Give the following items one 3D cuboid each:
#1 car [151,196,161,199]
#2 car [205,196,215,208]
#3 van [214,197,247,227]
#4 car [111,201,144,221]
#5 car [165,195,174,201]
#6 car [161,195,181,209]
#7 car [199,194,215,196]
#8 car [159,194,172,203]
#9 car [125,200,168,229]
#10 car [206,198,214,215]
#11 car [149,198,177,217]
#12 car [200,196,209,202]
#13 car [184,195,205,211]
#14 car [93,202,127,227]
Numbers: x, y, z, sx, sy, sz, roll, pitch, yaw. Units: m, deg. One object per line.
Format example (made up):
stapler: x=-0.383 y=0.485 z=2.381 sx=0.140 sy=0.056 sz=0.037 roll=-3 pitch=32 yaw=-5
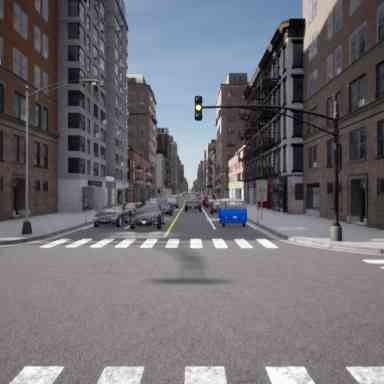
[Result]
car: x=-5.336 y=1.519 z=45.047 sx=1.752 sy=1.417 sz=4.829 roll=0 pitch=0 yaw=0
car: x=2.689 y=1.576 z=45.214 sx=1.802 sy=1.307 sz=4.206 roll=0 pitch=0 yaw=0
van: x=2.663 y=1.340 z=22.489 sx=1.690 sy=1.788 sz=3.998 roll=0 pitch=0 yaw=0
car: x=-5.356 y=1.543 z=28.171 sx=1.887 sy=1.381 sz=4.507 roll=0 pitch=0 yaw=0
car: x=-5.297 y=1.409 z=79.308 sx=1.967 sy=1.590 sz=4.097 roll=0 pitch=0 yaw=0
car: x=-2.789 y=1.519 z=45.126 sx=1.812 sy=1.442 sz=4.674 roll=0 pitch=0 yaw=0
car: x=2.696 y=1.305 z=50.896 sx=2.192 sy=1.841 sz=5.009 roll=0 pitch=0 yaw=0
car: x=-5.310 y=1.292 z=67.944 sx=2.192 sy=1.841 sz=5.009 roll=0 pitch=0 yaw=0
car: x=-2.795 y=1.504 z=21.594 sx=1.837 sy=1.490 sz=4.892 roll=0 pitch=0 yaw=-1
car: x=2.676 y=1.580 z=33.851 sx=1.802 sy=1.307 sz=4.206 roll=0 pitch=0 yaw=0
car: x=-2.801 y=1.562 z=31.602 sx=1.994 sy=1.385 sz=4.181 roll=0 pitch=0 yaw=0
car: x=2.722 y=1.524 z=73.620 sx=2.008 sy=1.369 sz=4.403 roll=0 pitch=0 yaw=0
car: x=0.143 y=1.488 z=39.557 sx=2.128 sy=1.511 sz=4.902 roll=0 pitch=0 yaw=0
car: x=-5.362 y=1.549 z=22.490 sx=2.008 sy=1.369 sz=4.403 roll=0 pitch=0 yaw=0
